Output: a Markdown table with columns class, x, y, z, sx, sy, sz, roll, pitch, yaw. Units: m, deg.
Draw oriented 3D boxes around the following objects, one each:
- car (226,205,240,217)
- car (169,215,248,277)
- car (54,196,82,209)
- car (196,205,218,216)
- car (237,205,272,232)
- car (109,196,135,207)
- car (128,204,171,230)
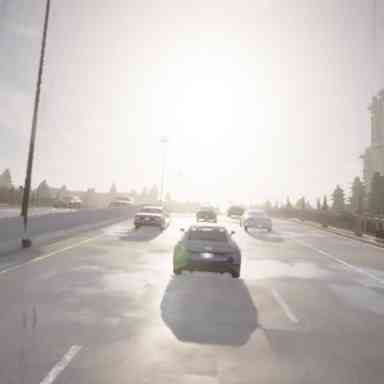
| class | x | y | z | sx | sy | sz | roll | pitch | yaw |
| --- | --- | --- | --- | --- | --- | --- | --- | --- | --- |
| car | 5.280 | 2.288 | 40.717 | 1.882 | 1.535 | 5.008 | 3 | -2 | 2 |
| car | 0.496 | 1.703 | 10.931 | 1.994 | 1.385 | 4.181 | 3 | -1 | 2 |
| car | -15.740 | 1.286 | 42.472 | 2.097 | 1.767 | 4.553 | 3 | -3 | 3 |
| car | 1.332 | 1.905 | 29.941 | 1.812 | 1.442 | 4.674 | 3 | -1 | 3 |
| car | 4.559 | 1.992 | 24.010 | 1.812 | 1.442 | 4.674 | 3 | 0 | 3 |
| car | -8.751 | 1.502 | 42.123 | 2.150 | 2.045 | 5.566 | 3 | -2 | 2 |
| car | -2.525 | 1.664 | 22.056 | 2.033 | 1.411 | 5.357 | 3 | -1 | 3 |
